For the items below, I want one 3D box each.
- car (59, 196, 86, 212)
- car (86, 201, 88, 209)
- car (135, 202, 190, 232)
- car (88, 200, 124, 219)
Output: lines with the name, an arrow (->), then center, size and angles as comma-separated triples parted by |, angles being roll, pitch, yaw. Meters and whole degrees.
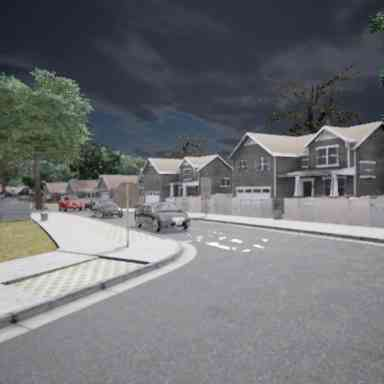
car -> -16.148, 1.547, 44.122 | 2.150, 2.045, 5.566 | -1, -1, -32
car -> -13.408, 1.775, 45.186 | 2.128, 1.511, 4.902 | -1, -1, -32
car -> -1.806, 1.332, 18.922 | 2.128, 1.511, 4.902 | -1, -1, -28
car -> -7.507, 1.537, 29.379 | 1.837, 1.490, 4.892 | -1, -1, -30
